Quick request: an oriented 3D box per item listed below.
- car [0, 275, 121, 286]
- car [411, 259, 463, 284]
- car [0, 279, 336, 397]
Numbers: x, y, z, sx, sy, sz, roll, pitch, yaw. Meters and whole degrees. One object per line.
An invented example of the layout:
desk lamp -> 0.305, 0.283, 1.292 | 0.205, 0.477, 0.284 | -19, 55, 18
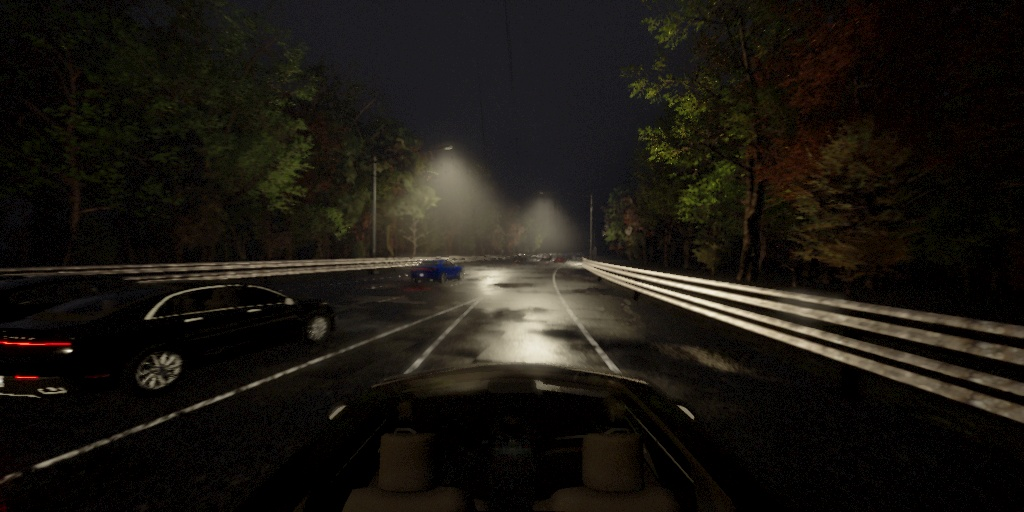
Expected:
car -> -8.824, 1.118, 7.353 | 1.882, 1.535, 5.008 | 1, 1, 13
car -> -4.858, 0.967, 23.955 | 1.882, 1.535, 5.008 | 1, 1, 13
car -> -5.428, 1.180, 6.522 | 1.837, 1.490, 4.892 | 0, 1, 13
